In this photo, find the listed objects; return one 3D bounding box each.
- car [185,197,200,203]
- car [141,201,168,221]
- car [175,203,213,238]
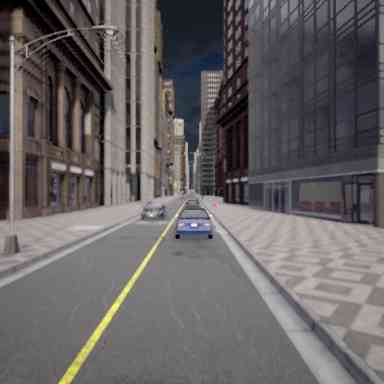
[{"bbox_3d":[0.091,1.485,46.261,2.128,1.511,4.902,0,0,0],"label":"car"},{"bbox_3d":[-3.056,1.522,27.603,1.812,1.442,4.674,0,0,0],"label":"car"},{"bbox_3d":[0.096,1.546,17.628,2.033,1.411,5.357,0,0,0],"label":"car"}]
